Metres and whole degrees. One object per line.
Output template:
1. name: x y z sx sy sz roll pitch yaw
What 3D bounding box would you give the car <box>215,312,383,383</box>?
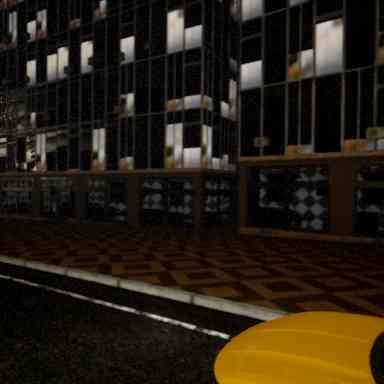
1. car: 2.437 1.472 1.867 5.008 1.535 1.882 0 0 36
